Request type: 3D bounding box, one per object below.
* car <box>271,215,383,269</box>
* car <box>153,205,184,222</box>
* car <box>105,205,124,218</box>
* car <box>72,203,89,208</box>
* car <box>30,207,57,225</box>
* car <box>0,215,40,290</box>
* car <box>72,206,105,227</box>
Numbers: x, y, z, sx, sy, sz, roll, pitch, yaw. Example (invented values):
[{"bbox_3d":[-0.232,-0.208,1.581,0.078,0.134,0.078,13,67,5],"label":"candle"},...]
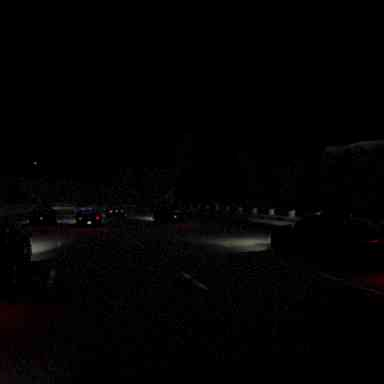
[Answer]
[{"bbox_3d":[4.683,1.526,11.521,1.882,1.535,5.008,0,-1,-20],"label":"car"},{"bbox_3d":[-2.246,1.923,30.331,2.128,1.511,4.902,0,-1,-20],"label":"car"},{"bbox_3d":[-9.174,2.233,39.012,2.033,1.411,5.357,0,-1,-20],"label":"car"},{"bbox_3d":[-13.086,2.097,39.500,2.097,1.767,4.553,0,-1,-20],"label":"car"},{"bbox_3d":[-12.958,2.026,29.030,1.882,1.535,5.008,0,-1,-20],"label":"car"},{"bbox_3d":[-5.594,1.619,9.041,2.128,1.511,4.902,0,-1,-20],"label":"car"},{"bbox_3d":[-8.478,2.052,26.997,1.895,1.301,4.718,0,-1,-20],"label":"car"}]
